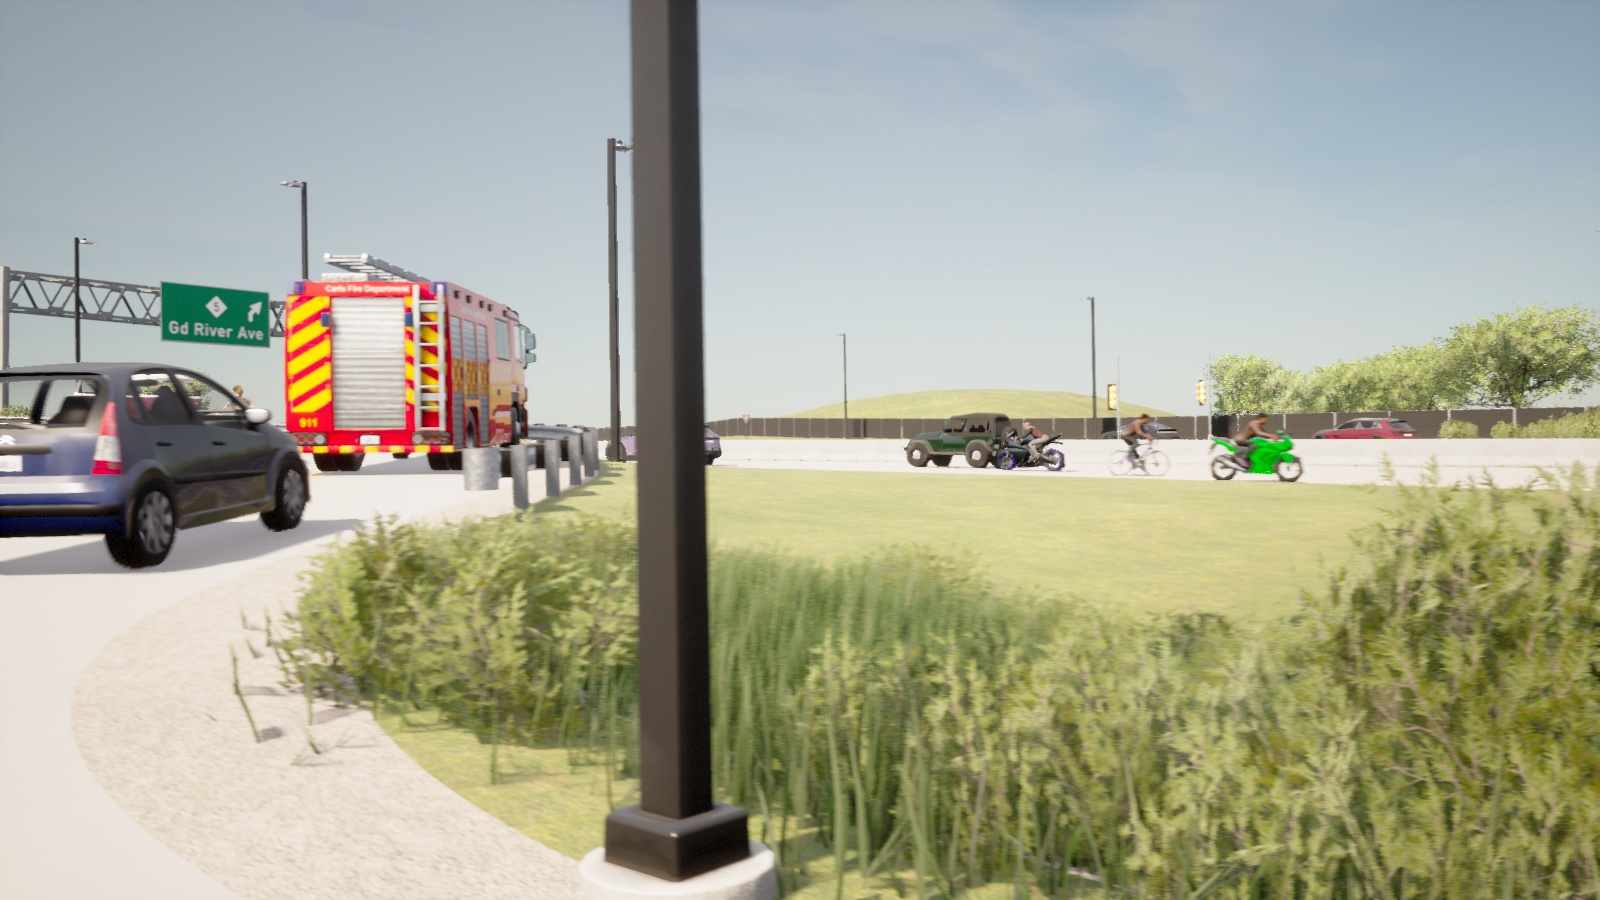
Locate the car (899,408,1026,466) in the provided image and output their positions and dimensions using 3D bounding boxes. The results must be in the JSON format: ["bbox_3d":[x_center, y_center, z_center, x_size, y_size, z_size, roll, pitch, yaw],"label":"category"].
[{"bbox_3d":[5.587,-0.432,43.211,3.866,1.878,1.905,-1,0,36],"label":"car"}]

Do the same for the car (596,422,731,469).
[{"bbox_3d":[-5.104,-0.148,46.671,4.856,1.649,2.033,-1,0,36],"label":"car"}]

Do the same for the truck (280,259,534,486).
[{"bbox_3d":[-7.631,-1.489,25.797,2.891,3.827,8.468,-1,2,-3],"label":"truck"}]

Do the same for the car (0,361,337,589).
[{"bbox_3d":[-5.782,0.113,11.098,1.851,1.617,3.988,-2,2,0],"label":"car"}]

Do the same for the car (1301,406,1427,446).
[{"bbox_3d":[24.920,-1.056,55.653,2.033,1.649,4.856,-2,1,-27],"label":"car"}]

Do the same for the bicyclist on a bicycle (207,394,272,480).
[{"bbox_3d":[-11.118,-0.283,24.950,0.866,1.612,1.509,-3,3,-15],"label":"bicyclist on a bicycle"}]

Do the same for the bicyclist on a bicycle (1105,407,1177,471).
[{"bbox_3d":[8.754,-0.270,32.247,1.656,1.620,0.582,0,1,36],"label":"bicyclist on a bicycle"}]

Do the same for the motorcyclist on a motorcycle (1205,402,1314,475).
[{"bbox_3d":[9.899,-0.234,27.082,2.044,1.523,0.797,-1,0,36],"label":"motorcyclist on a motorcycle"}]

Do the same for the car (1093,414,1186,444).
[{"bbox_3d":[18.428,-1.132,68.387,2.128,1.511,4.902,-2,1,-27],"label":"car"}]

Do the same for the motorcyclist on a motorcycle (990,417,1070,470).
[{"bbox_3d":[6.927,-0.186,37.909,2.191,1.530,0.866,-1,0,36],"label":"motorcyclist on a motorcycle"}]
